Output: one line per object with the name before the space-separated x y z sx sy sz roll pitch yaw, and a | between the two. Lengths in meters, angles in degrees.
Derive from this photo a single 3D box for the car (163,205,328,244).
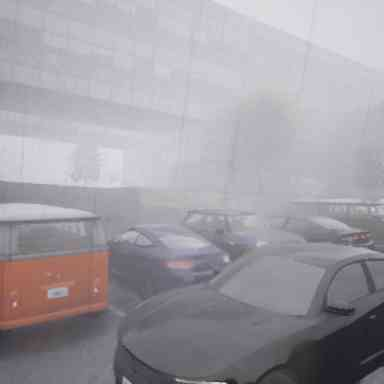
car | 1.309 1.352 9.957 2.185 1.767 4.553 0 0 -36

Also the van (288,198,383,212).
van | 5.937 1.250 13.093 1.878 1.987 4.442 0 0 -36

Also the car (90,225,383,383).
car | 1.464 1.476 4.433 5.008 1.535 1.882 0 0 -36

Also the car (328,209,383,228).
car | 3.500 1.477 11.483 2.097 1.535 5.008 0 0 -36

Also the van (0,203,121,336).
van | -3.282 1.254 6.773 1.878 1.987 4.442 0 0 -36
